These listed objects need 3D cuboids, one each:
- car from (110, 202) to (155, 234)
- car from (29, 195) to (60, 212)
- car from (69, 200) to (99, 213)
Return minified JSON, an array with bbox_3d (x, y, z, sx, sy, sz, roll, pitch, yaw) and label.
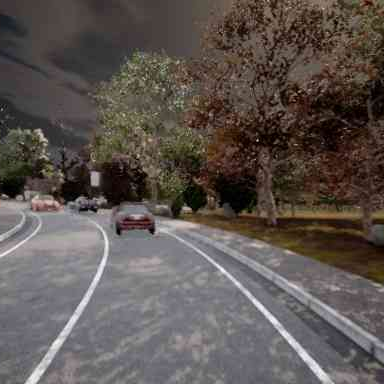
[{"bbox_3d":[-3.561,1.380,19.495,2.097,1.767,4.553,2,0,-18],"label":"car"},{"bbox_3d":[-14.935,1.077,33.850,2.097,1.767,4.553,4,-1,-35],"label":"car"},{"bbox_3d":[-11.536,1.524,35.231,1.895,1.301,4.718,4,-1,-34],"label":"car"}]
